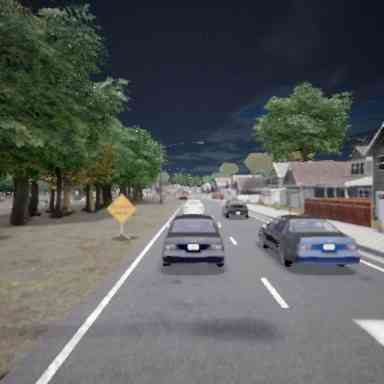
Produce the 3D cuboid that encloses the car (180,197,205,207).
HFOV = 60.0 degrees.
[{"bbox_3d":[0.150,1.404,29.102,1.812,1.442,4.674,0,0,1],"label":"car"}]

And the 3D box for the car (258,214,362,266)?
[{"bbox_3d":[3.559,1.453,11.094,2.033,1.411,5.357,0,0,1],"label":"car"}]

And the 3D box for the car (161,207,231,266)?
[{"bbox_3d":[0.059,1.454,11.113,2.033,1.411,5.357,0,0,1],"label":"car"}]

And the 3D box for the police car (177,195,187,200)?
[{"bbox_3d":[-2.368,1.614,94.356,1.930,1.638,5.238,0,0,-5],"label":"police car"}]

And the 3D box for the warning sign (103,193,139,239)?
[{"bbox_3d":[-2.991,1.007,14.202,1.300,1.860,1.060,1,1,0],"label":"warning sign"}]

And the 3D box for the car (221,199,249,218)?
[{"bbox_3d":[3.640,1.384,28.360,1.837,1.490,4.892,0,0,1],"label":"car"}]
